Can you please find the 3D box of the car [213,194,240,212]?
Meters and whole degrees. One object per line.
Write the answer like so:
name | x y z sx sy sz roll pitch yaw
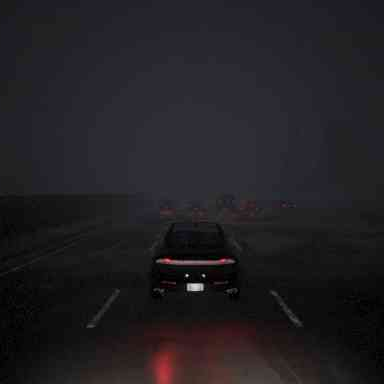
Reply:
car | 3.981 1.221 39.809 2.150 2.045 5.566 0 0 1

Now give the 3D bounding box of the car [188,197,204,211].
car | 0.487 1.601 40.269 1.895 1.301 4.718 0 0 1

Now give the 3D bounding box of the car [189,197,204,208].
car | 0.601 1.492 49.409 2.128 1.511 4.902 0 0 1

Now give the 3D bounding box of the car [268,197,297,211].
car | 10.980 1.547 39.692 2.033 1.411 5.357 0 0 1

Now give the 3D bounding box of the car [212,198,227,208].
car | 4.101 1.601 49.395 1.895 1.301 4.718 0 0 1

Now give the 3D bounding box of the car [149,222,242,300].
car | 0.089 1.492 8.379 2.128 1.511 4.902 0 0 1

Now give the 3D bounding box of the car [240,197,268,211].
car | 7.491 1.601 40.599 1.895 1.301 4.718 0 0 1

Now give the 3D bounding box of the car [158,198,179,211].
car | -3.008 1.505 40.700 1.837 1.490 4.892 0 0 1
